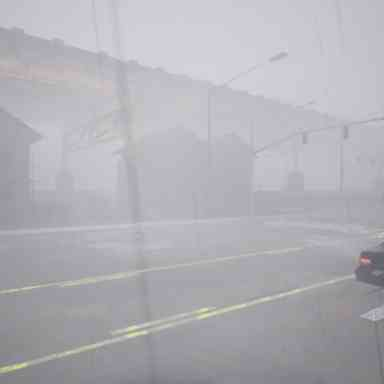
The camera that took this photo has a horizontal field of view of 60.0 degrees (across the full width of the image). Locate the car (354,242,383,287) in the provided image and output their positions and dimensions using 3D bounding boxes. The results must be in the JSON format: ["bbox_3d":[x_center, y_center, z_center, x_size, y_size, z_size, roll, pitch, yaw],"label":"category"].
[{"bbox_3d":[6.150,1.570,8.180,5.357,1.411,2.033,0,0,-35],"label":"car"}]
